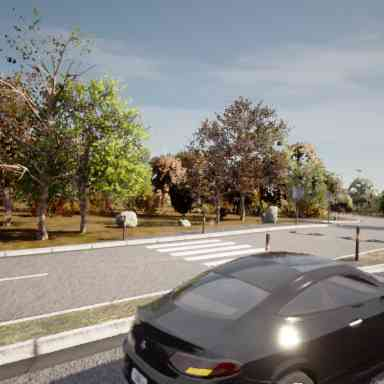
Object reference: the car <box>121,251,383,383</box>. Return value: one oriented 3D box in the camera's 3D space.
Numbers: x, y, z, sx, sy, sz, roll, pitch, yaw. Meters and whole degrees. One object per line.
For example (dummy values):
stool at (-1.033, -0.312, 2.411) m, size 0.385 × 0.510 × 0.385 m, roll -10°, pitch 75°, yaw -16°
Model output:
car at (1.428, 1.532, 4.311) m, size 4.674 × 1.442 × 1.812 m, roll 0°, pitch 0°, yaw -34°
